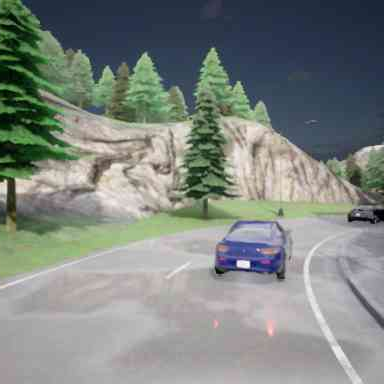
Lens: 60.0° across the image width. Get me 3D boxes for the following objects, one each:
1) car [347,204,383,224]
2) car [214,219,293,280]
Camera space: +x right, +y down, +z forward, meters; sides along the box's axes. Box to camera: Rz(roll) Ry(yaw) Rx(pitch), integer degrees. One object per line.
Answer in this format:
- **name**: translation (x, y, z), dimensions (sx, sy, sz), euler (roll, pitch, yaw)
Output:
- **car**: translation (13.394, 1.582, 24.746), dimensions (4.181, 1.385, 1.994), euler (0, 0, -36)
- **car**: translation (1.967, 1.529, 10.013), dimensions (1.812, 1.442, 4.674), euler (0, 0, 19)
